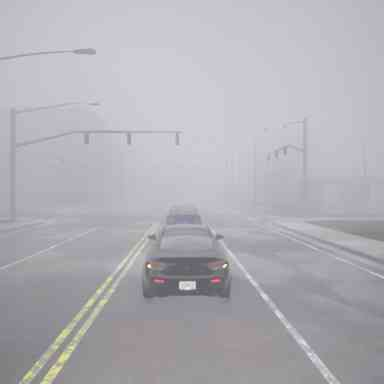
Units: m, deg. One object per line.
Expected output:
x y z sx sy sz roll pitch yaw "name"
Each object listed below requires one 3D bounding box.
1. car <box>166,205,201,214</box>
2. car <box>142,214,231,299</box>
-0.505 1.478 19.388 1.882 1.535 5.008 0 0 -2 "car"
-0.149 1.526 8.342 1.812 1.442 4.674 0 0 -2 "car"
